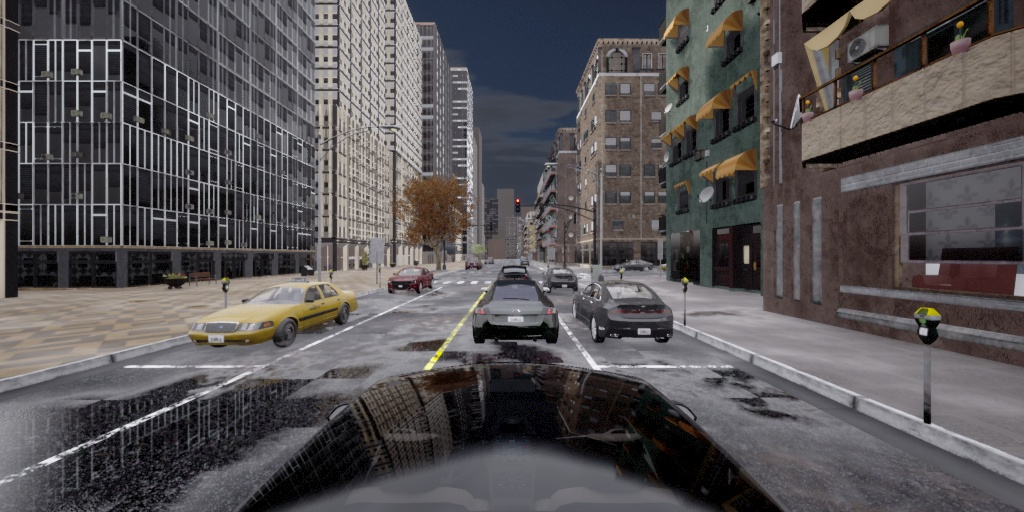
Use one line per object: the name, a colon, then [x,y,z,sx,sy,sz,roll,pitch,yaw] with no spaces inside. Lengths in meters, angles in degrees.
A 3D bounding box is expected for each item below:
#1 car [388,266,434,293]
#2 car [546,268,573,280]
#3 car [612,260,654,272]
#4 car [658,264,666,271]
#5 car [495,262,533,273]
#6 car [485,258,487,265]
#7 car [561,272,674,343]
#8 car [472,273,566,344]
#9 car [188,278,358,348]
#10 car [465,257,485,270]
car: [-5.689,1.299,20.540,1.888,1.381,4.507,0,0,0]
car: [2.691,1.305,20.539,2.007,1.370,4.403,0,0,0]
car: [13.440,1.108,39.954,4.403,1.370,2.007,0,0,-1]
car: [18.837,1.006,40.008,4.829,1.417,1.751,0,0,-1]
car: [0.107,1.259,19.670,1.837,1.490,4.892,0,0,-1]
car: [-5.684,1.356,58.451,1.948,1.339,4.313,0,0,0]
car: [2.690,1.301,9.473,2.007,1.370,4.403,0,0,0]
car: [0.088,1.315,9.621,1.994,1.385,4.181,0,0,0]
car: [-5.690,1.276,9.305,1.751,1.417,4.829,0,0,0]
car: [-5.685,1.098,52.928,2.192,1.841,5.009,0,0,0]
